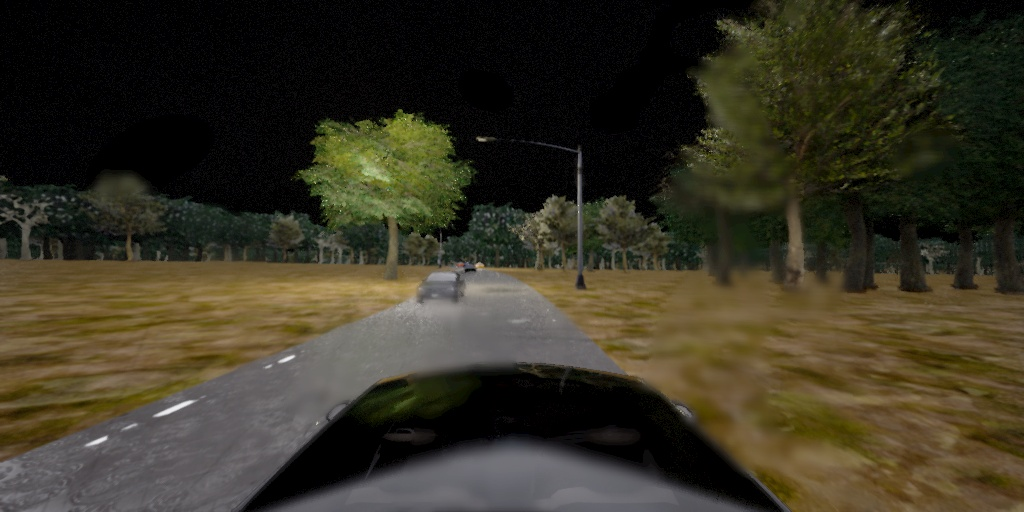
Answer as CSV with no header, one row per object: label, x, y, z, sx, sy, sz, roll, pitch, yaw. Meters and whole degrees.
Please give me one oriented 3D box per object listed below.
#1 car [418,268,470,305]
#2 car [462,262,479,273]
car,-3.320,1.490,17.738,1.812,1.442,4.674,0,-1,-2
car,-6.864,2.154,59.395,1.895,1.301,4.718,0,-1,-7
